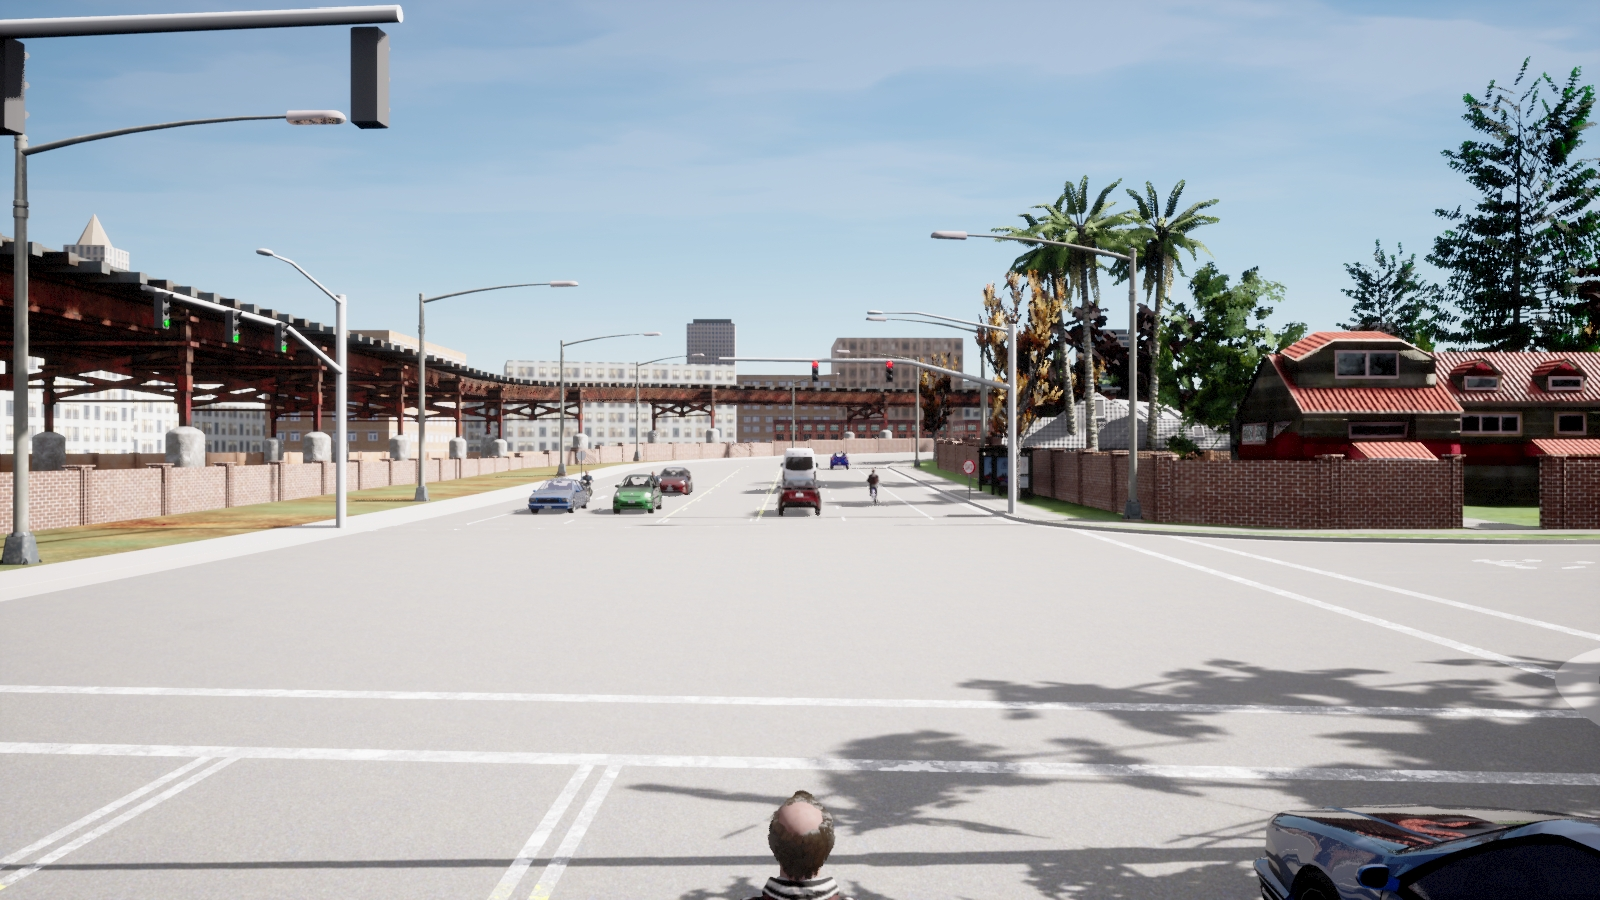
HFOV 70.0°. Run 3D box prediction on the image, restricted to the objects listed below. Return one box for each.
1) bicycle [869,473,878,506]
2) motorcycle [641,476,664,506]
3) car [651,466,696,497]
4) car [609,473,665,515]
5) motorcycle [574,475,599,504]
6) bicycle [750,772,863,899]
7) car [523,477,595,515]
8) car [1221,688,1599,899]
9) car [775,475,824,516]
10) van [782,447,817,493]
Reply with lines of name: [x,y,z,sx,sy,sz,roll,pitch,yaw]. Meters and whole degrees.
bicycle: [3.482,1.871,54.268,0.329,1.496,1.835,0,1,0]
motorcycle: [-7.053,1.947,54.746,0.856,1.341,1.805,0,1,0]
car: [-7.043,1.739,64.019,2.007,1.525,4.514,0,1,0]
car: [-7.031,1.877,49.699,1.851,1.617,3.988,0,1,0]
motorcycle: [-10.476,1.934,56.002,0.856,1.341,1.805,0,1,1]
bicycle: [0.019,2.048,3.681,0.329,1.496,1.835,0,0,0]
car: [-10.533,1.979,50.381,2.033,1.411,5.357,0,1,0]
car: [3.467,2.106,4.038,2.033,1.411,5.357,0,0,1]
car: [-0.029,1.920,49.282,2.007,1.525,4.514,0,1,0]
van: [-0.033,1.158,68.592,1.988,2.561,5.915,0,1,0]
